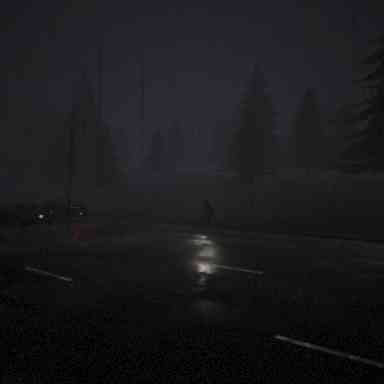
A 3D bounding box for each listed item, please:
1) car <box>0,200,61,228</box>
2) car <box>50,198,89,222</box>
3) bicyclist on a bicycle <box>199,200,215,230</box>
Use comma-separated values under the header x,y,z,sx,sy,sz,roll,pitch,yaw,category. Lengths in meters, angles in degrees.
x,y,z,sx,sy,sz,roll,pitch,yaw,category
-10.032,1.295,19.670,4.181,1.385,1.994,1,1,35,car
-9.357,1.196,23.482,4.902,1.511,2.128,1,1,35,car
0.853,1.241,18.453,0.582,1.620,1.656,1,2,35,bicyclist on a bicycle
